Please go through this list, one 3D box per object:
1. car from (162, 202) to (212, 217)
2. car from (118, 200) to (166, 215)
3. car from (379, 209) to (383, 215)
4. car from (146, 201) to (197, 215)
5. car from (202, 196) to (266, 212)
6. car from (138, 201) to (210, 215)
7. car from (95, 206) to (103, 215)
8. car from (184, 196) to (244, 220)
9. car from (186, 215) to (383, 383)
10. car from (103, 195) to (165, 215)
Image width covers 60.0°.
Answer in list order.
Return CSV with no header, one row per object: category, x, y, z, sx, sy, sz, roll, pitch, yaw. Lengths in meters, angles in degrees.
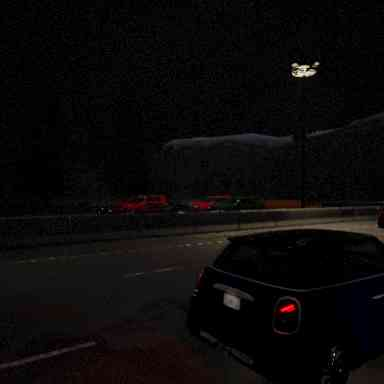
car,-0.461,1.749,33.649,4.718,1.301,1.895,1,0,-35
car,-3.306,1.624,27.318,4.674,1.442,1.812,1,0,-35
car,14.774,1.560,22.738,4.553,1.767,2.097,1,0,-34
car,-2.200,1.696,36.704,5.357,1.411,2.033,1,0,-35
car,3.895,1.376,28.154,5.566,2.045,2.150,1,0,-35
car,-1.273,1.626,24.469,4.674,1.442,1.812,1,0,-35
car,-7.114,1.698,33.196,4.718,1.301,1.895,1,0,-35
car,2.137,1.377,31.196,5.566,2.045,2.150,1,0,-35
car,2.218,1.390,5.330,4.553,1.767,2.097,1,0,-36
car,-4.850,1.315,30.509,5.566,2.045,2.150,1,0,-35
